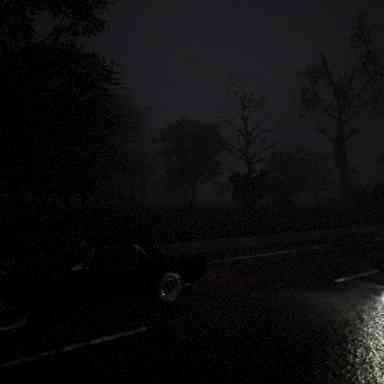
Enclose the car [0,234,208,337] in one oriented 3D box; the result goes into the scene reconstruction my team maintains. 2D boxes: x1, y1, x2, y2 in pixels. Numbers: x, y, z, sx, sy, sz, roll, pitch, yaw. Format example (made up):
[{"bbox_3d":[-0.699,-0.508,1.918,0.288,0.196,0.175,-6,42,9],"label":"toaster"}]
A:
[{"bbox_3d":[-2.074,1.590,6.717,4.718,1.301,1.895,0,0,-34],"label":"car"}]
